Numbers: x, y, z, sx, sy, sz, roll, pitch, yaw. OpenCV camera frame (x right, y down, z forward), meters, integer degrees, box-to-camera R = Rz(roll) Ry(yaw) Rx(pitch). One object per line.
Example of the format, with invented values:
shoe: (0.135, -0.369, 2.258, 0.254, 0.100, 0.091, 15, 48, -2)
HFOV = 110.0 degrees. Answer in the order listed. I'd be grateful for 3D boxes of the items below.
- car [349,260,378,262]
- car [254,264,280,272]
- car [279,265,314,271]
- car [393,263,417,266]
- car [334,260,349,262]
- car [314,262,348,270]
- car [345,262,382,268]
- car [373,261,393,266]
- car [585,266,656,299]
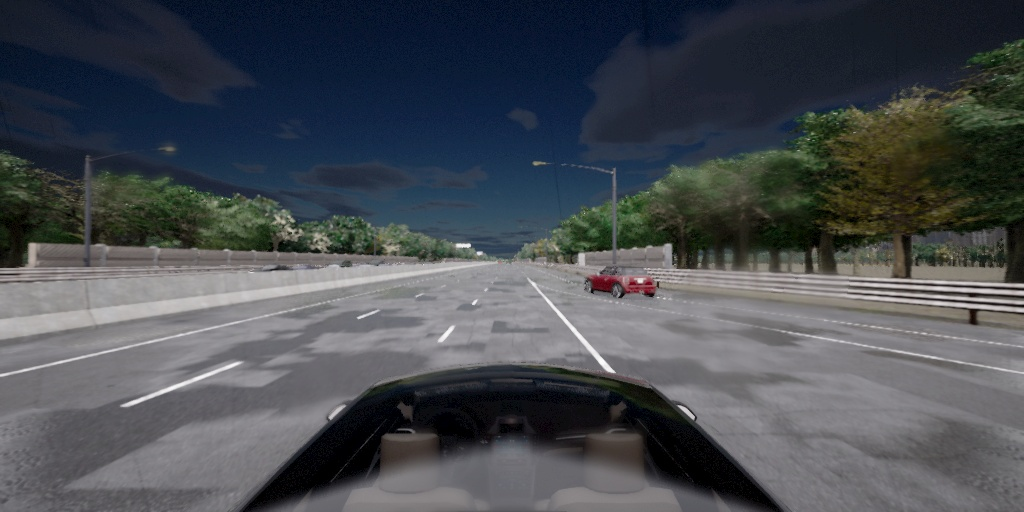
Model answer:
car: (-24.525, 1.808, 59.302, 2.097, 1.767, 4.553, 0, -1, 0)
car: (-28.075, 1.724, 42.211, 1.882, 1.535, 5.008, 0, -1, 0)
car: (-24.579, 1.798, 42.591, 2.033, 1.411, 5.357, 0, -1, 0)
car: (-17.540, 1.953, 59.666, 2.128, 1.511, 4.902, 0, -1, 0)
car: (-28.017, 1.668, 58.697, 2.150, 2.045, 5.566, 0, 0, 0)
car: (-21.079, 1.776, 42.616, 1.812, 1.442, 4.674, 0, -1, 0)
car: (-17.580, 1.776, 42.637, 1.812, 1.442, 4.674, 0, -1, 0)
car: (-21.025, 2.005, 59.444, 2.033, 1.411, 5.357, 0, -1, 0)
car: (5.894, 1.320, 20.089, 2.097, 1.767, 4.553, 0, -1, -16)
